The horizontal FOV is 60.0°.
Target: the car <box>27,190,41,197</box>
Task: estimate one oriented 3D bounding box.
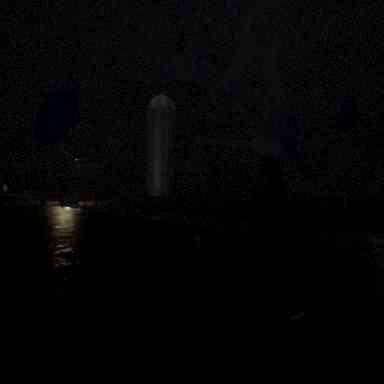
[{"bbox_3d":[-39.488,0.472,84.156,1.882,1.535,5.008,2,0,-36],"label":"car"}]

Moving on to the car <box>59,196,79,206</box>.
[{"bbox_3d":[-18.483,1.319,50.018,1.895,1.301,4.718,2,0,-36],"label":"car"}]
